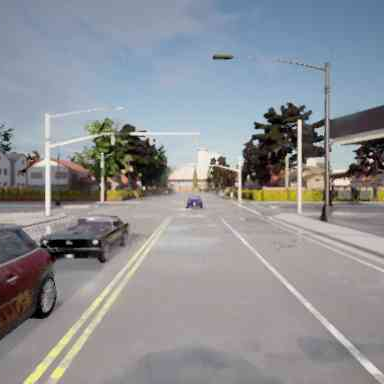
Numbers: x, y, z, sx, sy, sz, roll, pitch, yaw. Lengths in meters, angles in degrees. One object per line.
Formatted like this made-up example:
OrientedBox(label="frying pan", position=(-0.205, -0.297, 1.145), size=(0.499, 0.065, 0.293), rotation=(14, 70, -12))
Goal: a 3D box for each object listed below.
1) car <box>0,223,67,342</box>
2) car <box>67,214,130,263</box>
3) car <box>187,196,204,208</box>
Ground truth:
OrientedBox(label="car", position=(-3.566, 1.314, 4.235), size=(2.097, 1.767, 4.553), rotation=(0, 1, 0))
OrientedBox(label="car", position=(-3.504, 1.500, 11.711), size=(1.895, 1.301, 4.718), rotation=(0, 0, 0))
OrientedBox(label="car", position=(0.377, 1.180, 40.583), size=(1.812, 1.442, 4.674), rotation=(0, 0, 2))
